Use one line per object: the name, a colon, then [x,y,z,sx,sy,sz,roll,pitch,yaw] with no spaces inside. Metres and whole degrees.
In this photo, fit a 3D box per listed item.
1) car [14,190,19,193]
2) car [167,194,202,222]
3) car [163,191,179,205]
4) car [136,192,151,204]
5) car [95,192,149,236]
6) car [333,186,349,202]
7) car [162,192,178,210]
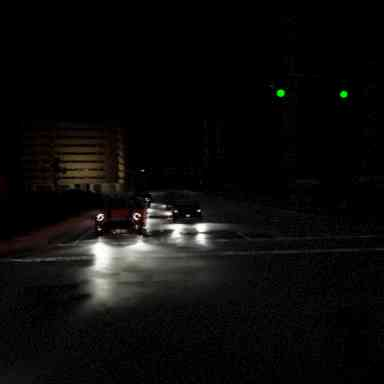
car: [-29.184,0.612,52.198,4.605,1.855,1.932,-1,1,-6]
car: [-0.482,1.094,22.117,1.812,1.442,4.674,-1,1,-6]
car: [-2.737,0.718,42.540,1.882,1.535,5.008,-1,1,-6]
car: [-6.605,0.761,45.579,1.812,1.442,4.674,-1,1,-7]
car: [-3.394,1.057,16.393,2.097,1.767,4.553,-1,1,-6]
car: [17.978,0.221,38.477,1.905,1.878,3.866,-1,1,-6]
car: [-1.610,0.883,32.284,1.882,1.535,5.008,-1,1,-6]
